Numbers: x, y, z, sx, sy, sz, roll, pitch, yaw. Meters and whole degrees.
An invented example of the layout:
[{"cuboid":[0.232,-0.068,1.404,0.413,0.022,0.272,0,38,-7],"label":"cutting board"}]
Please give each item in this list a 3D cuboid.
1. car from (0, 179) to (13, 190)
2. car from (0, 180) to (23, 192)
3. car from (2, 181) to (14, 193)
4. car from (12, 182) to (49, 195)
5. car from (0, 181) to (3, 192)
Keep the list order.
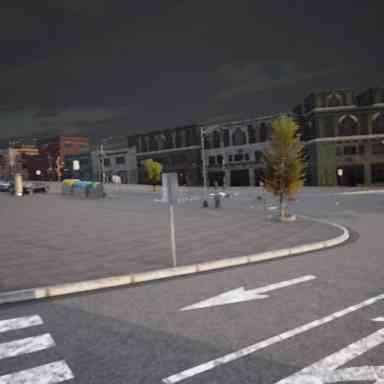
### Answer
[{"cuboid":[-32.562,-1.202,55.303,2.185,1.767,4.553,1,5,15],"label":"car"},{"cuboid":[-30.127,-0.950,53.661,2.097,1.535,5.008,1,6,16],"label":"car"},{"cuboid":[-25.332,-0.678,50.220,2.231,1.521,4.892,1,6,17],"label":"car"},{"cuboid":[-22.972,-0.505,48.431,2.163,1.488,4.792,1,6,17],"label":"car"},{"cuboid":[-27.730,-0.775,51.950,2.002,1.452,4.674,1,6,16],"label":"car"}]
